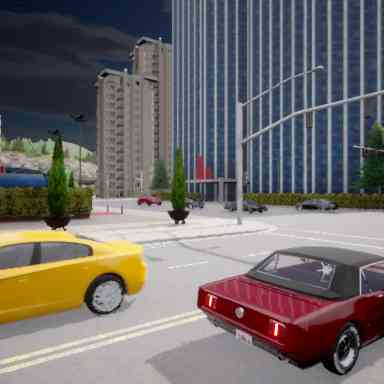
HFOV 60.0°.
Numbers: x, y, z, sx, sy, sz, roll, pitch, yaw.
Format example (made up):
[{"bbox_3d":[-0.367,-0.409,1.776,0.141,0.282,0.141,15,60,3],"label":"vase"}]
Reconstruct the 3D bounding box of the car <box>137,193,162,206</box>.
[{"bbox_3d":[-6.975,1.220,54.336,2.150,2.045,5.566,0,0,-36],"label":"car"}]

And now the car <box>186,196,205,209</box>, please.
[{"bbox_3d":[-0.295,1.505,45.106,1.837,1.490,4.892,0,0,-36],"label":"car"}]

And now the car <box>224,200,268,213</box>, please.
[{"bbox_3d":[5.809,1.547,36.699,2.033,1.411,5.357,0,0,-36],"label":"car"}]

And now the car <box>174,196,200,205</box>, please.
[{"bbox_3d":[-0.996,1.491,58.314,2.128,1.511,4.902,0,0,-36],"label":"car"}]

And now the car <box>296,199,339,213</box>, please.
[{"bbox_3d":[14.011,1.491,37.523,2.128,1.511,4.902,0,0,-36],"label":"car"}]

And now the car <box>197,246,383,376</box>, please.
[{"bbox_3d":[2.493,1.601,5.586,4.718,1.301,1.895,0,0,-35],"label":"car"}]

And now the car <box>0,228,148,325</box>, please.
[{"bbox_3d":[-3.245,1.477,5.979,5.008,1.535,1.882,0,0,-36],"label":"car"}]
